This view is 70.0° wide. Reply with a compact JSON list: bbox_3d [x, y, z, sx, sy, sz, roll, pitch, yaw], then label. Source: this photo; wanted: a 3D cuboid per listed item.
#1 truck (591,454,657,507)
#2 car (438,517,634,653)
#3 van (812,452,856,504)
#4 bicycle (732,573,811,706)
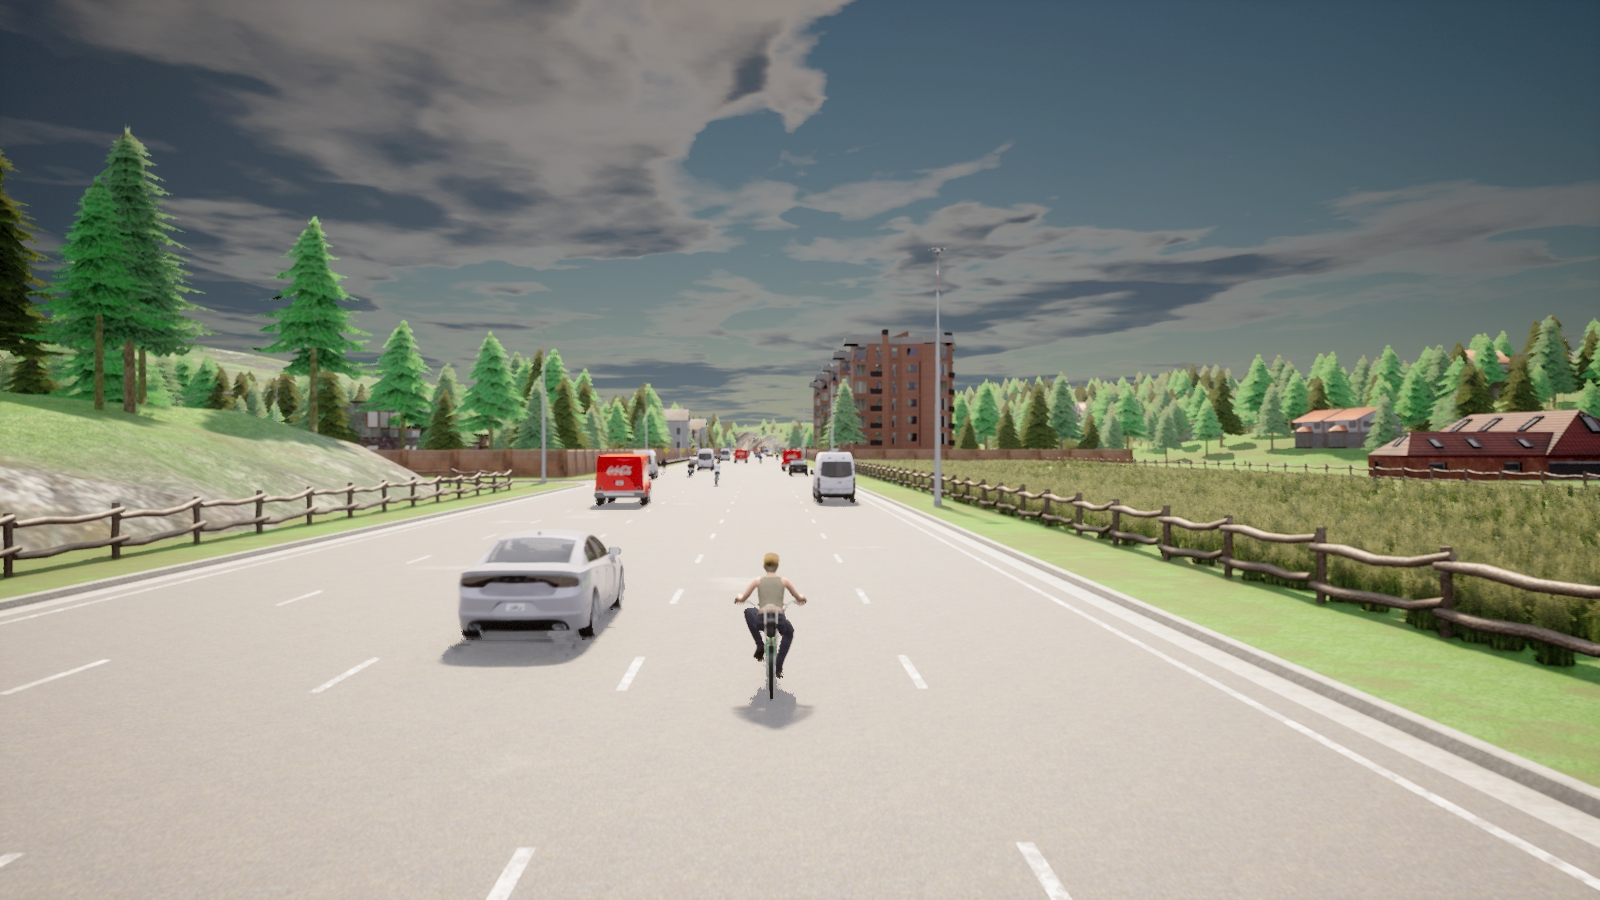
[{"bbox_3d":[-8.660,1.449,56.817,2.627,2.467,5.204,0,0,-2],"label":"truck"},{"bbox_3d":[-3.973,1.993,18.156,2.097,1.535,5.006,0,0,-2],"label":"car"},{"bbox_3d":[1.738,1.406,60.217,1.988,2.561,5.915,0,0,-2],"label":"van"},{"bbox_3d":[-0.333,2.127,13.118,0.859,1.276,1.487,0,0,-2],"label":"bicycle"}]
